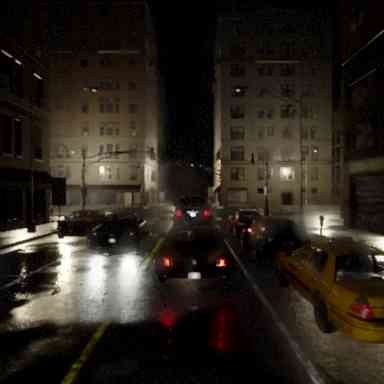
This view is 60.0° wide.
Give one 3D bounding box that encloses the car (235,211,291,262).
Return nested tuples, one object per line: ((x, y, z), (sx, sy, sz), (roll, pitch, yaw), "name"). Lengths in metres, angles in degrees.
((2.897, 1.600, 12.044), (1.947, 1.339, 4.313), (-1, 0, 0), "car")

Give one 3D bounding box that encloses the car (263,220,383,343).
((2.882, 1.544, 6.628), (1.752, 1.417, 4.829), (-1, 0, 0), "car")

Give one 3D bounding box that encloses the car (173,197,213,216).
((0.049, 1.277, 19.798), (2.150, 2.045, 5.566), (0, 0, 0), "car")

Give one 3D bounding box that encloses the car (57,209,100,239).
((-5.632, 1.595, 17.651), (1.887, 1.381, 4.507), (-1, 0, 0), "car")

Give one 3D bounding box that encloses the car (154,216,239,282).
((0.071, 1.629, 9.805), (1.895, 1.301, 4.718), (0, 0, 0), "car")

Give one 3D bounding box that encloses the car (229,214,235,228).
((2.913, 1.631, 17.630), (1.802, 1.307, 4.206), (-1, 0, 0), "car")

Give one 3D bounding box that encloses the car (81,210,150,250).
((-2.966, 1.605, 14.307), (1.994, 1.385, 4.181), (0, 0, 0), "car")
